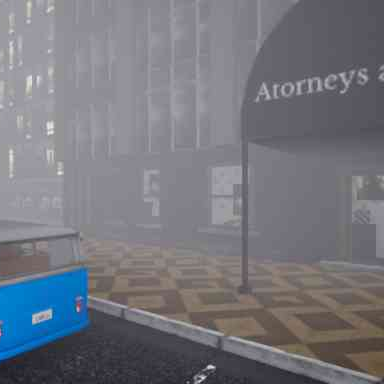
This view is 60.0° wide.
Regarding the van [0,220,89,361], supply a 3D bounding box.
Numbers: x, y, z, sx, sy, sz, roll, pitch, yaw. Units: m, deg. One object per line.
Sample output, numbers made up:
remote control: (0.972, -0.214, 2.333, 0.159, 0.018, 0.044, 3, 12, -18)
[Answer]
van: (-3.405, 1.341, 5.287, 3.998, 1.788, 1.690, 0, 0, 35)
